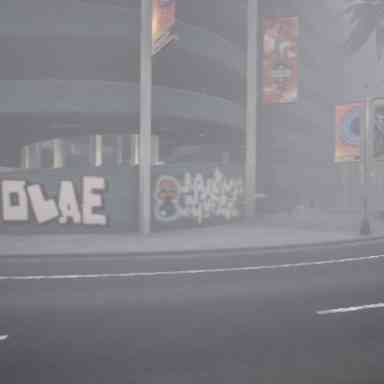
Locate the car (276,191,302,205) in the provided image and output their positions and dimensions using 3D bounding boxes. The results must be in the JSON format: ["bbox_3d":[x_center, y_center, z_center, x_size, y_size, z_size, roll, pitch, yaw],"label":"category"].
[{"bbox_3d":[13.091,0.833,45.411,2.435,2.045,5.566,1,1,41],"label":"car"}]
